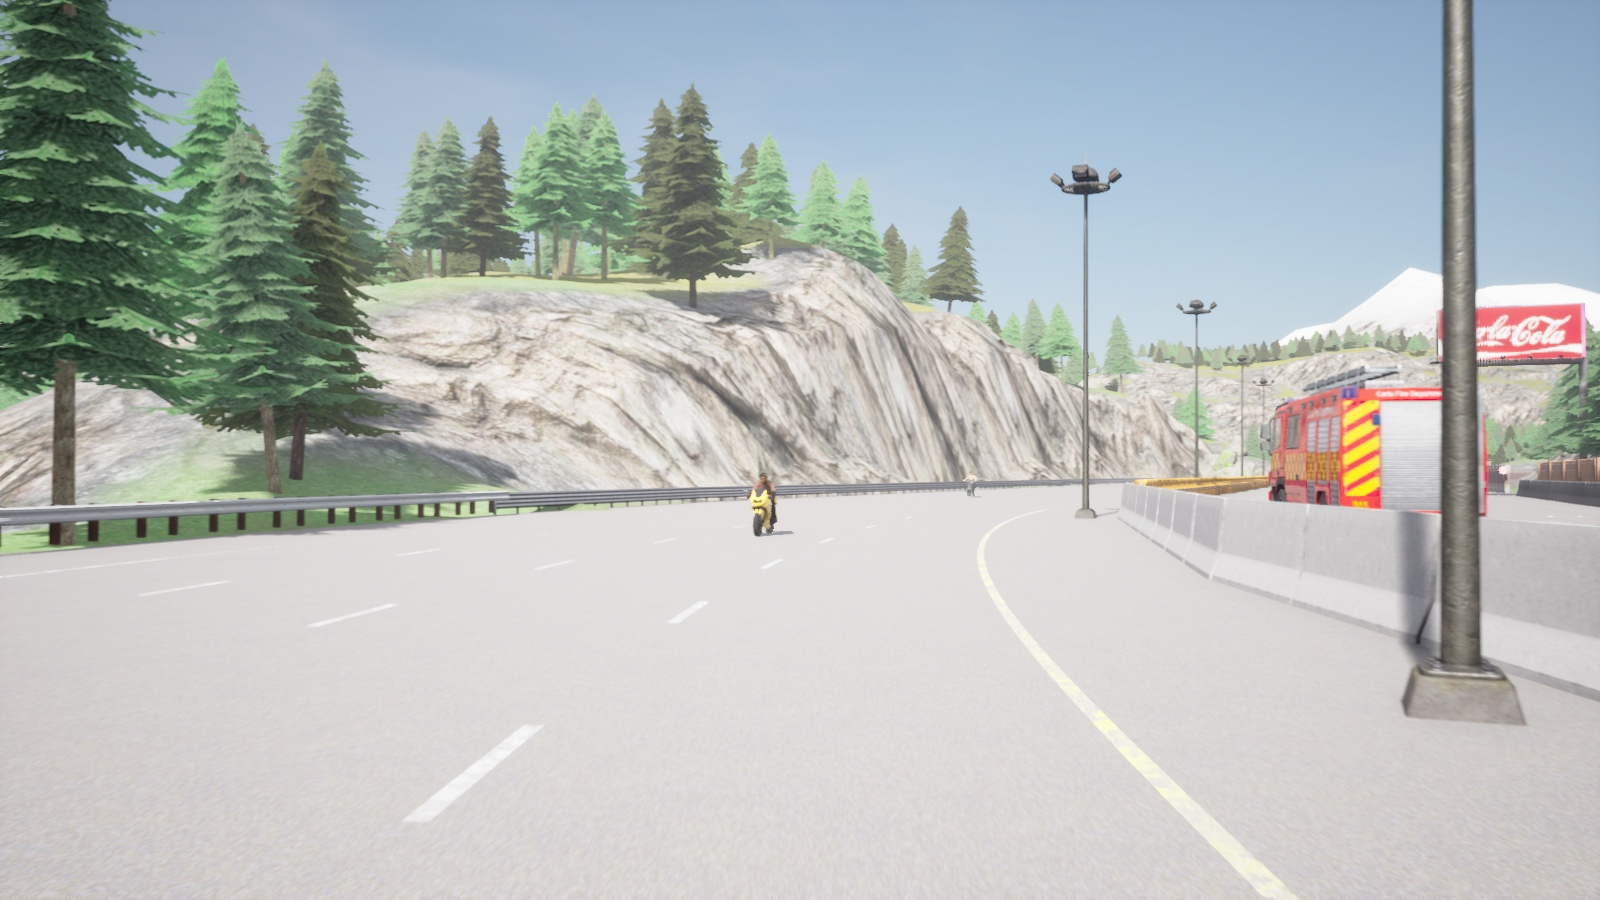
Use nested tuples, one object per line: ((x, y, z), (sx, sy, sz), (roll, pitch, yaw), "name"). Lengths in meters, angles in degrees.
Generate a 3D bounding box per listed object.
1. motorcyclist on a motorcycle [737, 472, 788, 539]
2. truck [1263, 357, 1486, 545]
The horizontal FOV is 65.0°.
((-0.876, 1.304, 30.129), (0.797, 1.523, 2.044), (1, -1, 10), "motorcyclist on a motorcycle")
((13.367, 0.103, 30.083), (2.891, 3.827, 8.468), (0, -1, 11), "truck")
